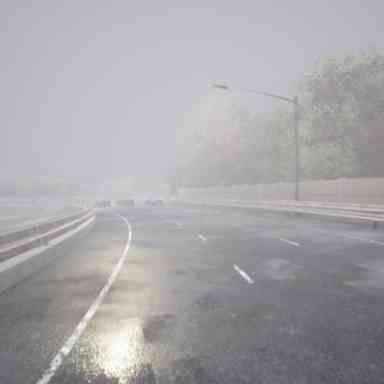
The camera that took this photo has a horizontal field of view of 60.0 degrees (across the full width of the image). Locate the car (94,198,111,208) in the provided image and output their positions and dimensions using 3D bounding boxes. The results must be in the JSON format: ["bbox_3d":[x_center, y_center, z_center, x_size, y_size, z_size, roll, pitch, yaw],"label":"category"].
[{"bbox_3d":[-14.282,1.690,52.970,1.812,1.442,4.674,0,0,-30],"label":"car"}]

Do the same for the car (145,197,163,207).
[{"bbox_3d":[-6.048,1.591,52.719,1.812,1.442,4.674,-1,0,-26],"label":"car"}]

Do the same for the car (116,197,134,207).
[{"bbox_3d":[-10.978,1.602,54.244,1.882,1.535,5.008,0,0,-30],"label":"car"}]
